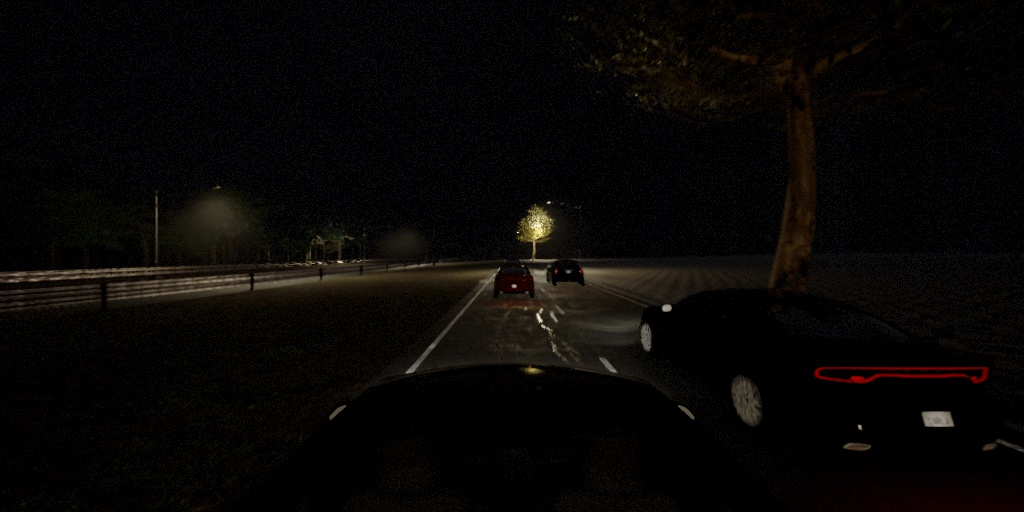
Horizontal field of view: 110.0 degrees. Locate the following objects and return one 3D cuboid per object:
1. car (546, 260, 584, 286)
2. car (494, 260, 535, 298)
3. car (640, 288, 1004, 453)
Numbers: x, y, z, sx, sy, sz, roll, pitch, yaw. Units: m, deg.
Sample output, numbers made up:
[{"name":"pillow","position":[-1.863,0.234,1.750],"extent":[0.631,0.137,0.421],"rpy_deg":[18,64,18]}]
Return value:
[{"name":"car","position":[3.597,1.022,24.858],"extent":[2.097,1.767,4.553],"rpy_deg":[0,0,0]},{"name":"car","position":[0.109,1.180,18.370],"extent":[1.882,1.535,5.008],"rpy_deg":[0,0,0]},{"name":"car","position":[3.599,1.222,5.507],"extent":[1.882,1.535,5.008],"rpy_deg":[0,0,0]}]
